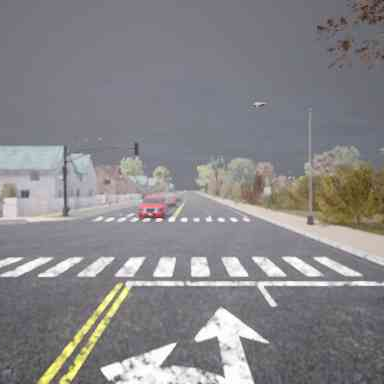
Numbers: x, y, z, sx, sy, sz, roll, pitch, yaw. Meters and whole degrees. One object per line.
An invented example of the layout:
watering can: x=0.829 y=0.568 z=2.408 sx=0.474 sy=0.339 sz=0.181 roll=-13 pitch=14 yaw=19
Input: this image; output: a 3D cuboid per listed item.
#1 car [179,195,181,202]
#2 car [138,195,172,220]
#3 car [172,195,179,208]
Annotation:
car: x=-3.253 y=1.410 z=71.165 sx=1.882 sy=1.535 sz=5.008 roll=0 pitch=0 yaw=0
car: x=-3.251 y=1.313 z=28.679 sx=2.150 sy=2.045 sz=5.566 roll=0 pitch=2 yaw=0
car: x=-3.251 y=1.486 z=48.371 sx=1.882 sy=1.535 sz=5.008 roll=0 pitch=1 yaw=0
